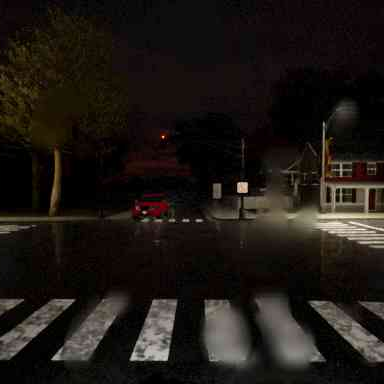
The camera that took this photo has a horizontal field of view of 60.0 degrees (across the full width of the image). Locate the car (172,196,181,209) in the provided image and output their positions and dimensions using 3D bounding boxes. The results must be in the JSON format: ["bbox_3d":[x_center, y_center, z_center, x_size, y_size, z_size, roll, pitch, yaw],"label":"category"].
[{"bbox_3d":[-2.939,1.450,44.317,2.128,1.511,4.902,0,0,0],"label":"car"}]

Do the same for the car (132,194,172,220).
[{"bbox_3d":[-3.341,1.198,27.717,2.150,2.045,5.566,0,0,5],"label":"car"}]
